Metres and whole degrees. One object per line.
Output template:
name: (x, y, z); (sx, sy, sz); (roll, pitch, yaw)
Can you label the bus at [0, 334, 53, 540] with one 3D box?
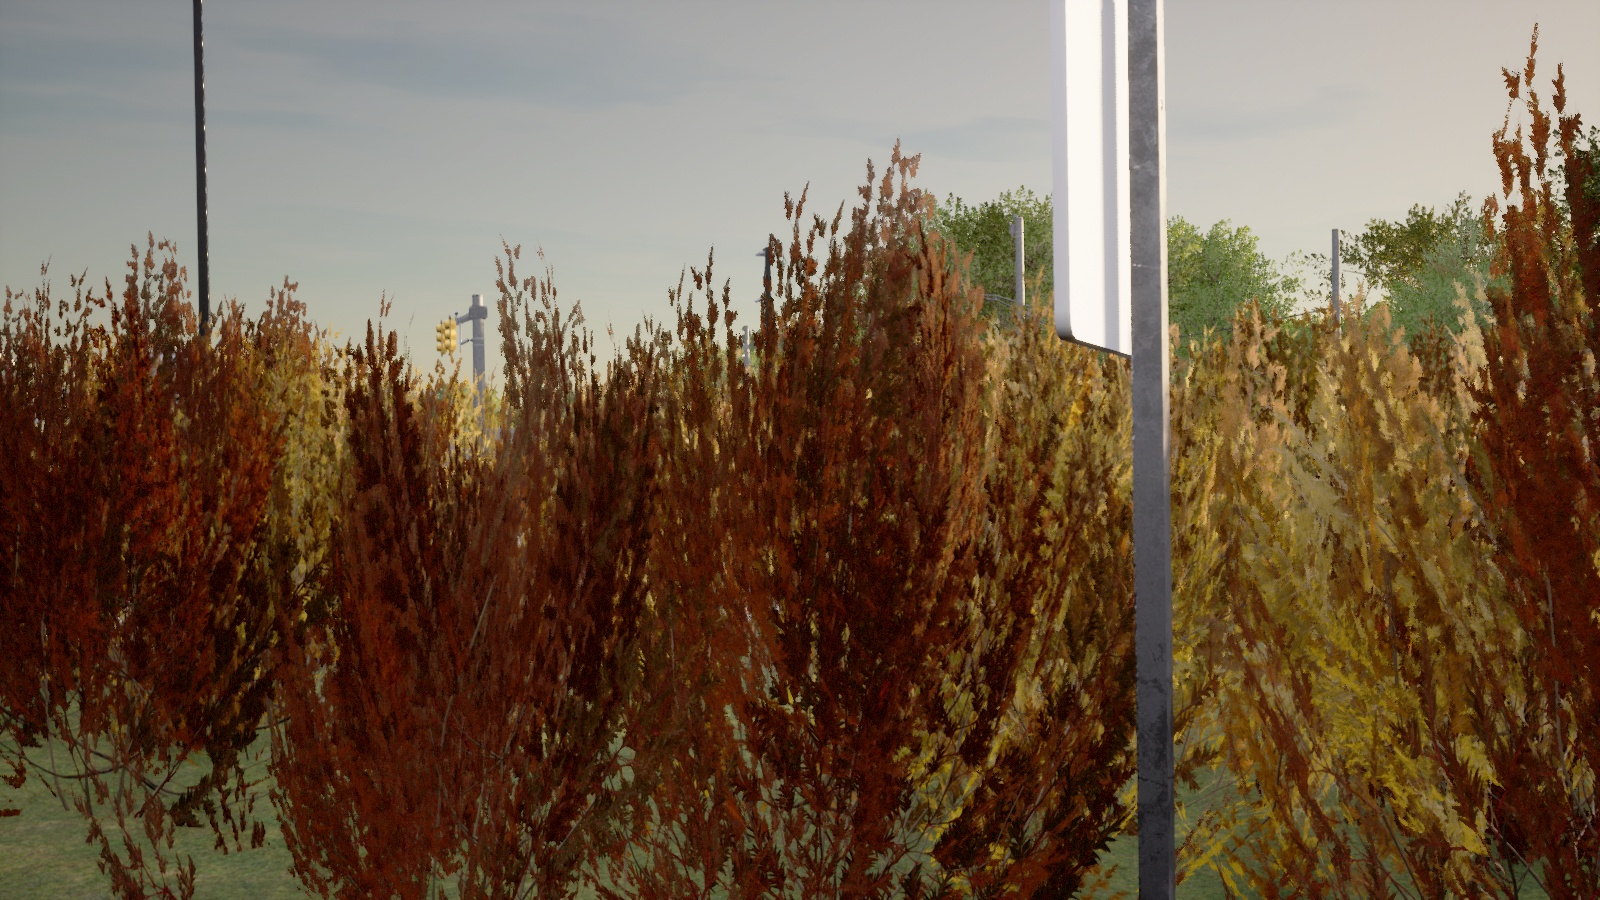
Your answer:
bus: (-19.024, -0.166, 26.825); (3.944, 4.253, 10.273); (-2, -1, -24)
